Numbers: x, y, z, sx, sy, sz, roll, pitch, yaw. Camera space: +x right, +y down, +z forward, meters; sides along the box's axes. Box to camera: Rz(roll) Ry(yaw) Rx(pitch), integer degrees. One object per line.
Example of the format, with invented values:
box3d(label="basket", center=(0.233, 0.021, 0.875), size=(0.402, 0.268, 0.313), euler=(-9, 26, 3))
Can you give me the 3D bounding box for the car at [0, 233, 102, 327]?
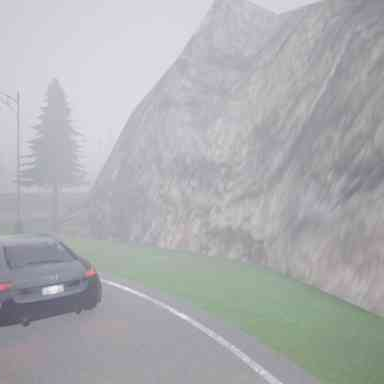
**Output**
box3d(label="car", center=(-3.557, 1.561, 6.946), size=(1.994, 1.385, 4.181), euler=(0, 0, -40))
